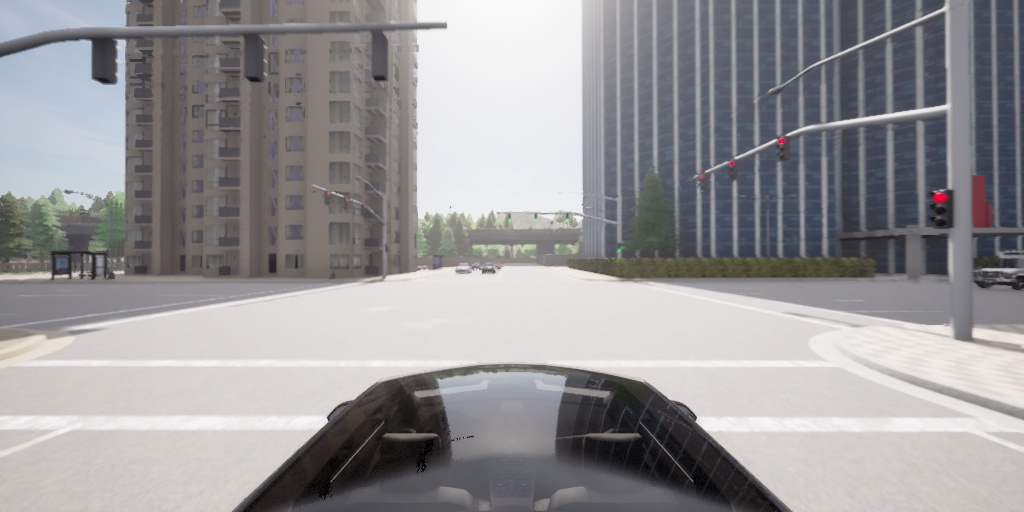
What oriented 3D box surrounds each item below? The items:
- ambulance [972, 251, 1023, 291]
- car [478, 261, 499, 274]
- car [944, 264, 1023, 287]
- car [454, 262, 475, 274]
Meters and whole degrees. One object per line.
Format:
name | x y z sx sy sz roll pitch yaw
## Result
ambulance | 32.664 0.874 22.176 6.366 2.431 2.351 0 -1 0
car | -3.192 1.694 49.755 1.837 1.490 4.892 0 -1 1
car | 34.825 1.358 25.768 4.902 1.511 2.128 0 -1 0
car | -6.690 1.725 49.773 1.812 1.442 4.674 0 -1 1
